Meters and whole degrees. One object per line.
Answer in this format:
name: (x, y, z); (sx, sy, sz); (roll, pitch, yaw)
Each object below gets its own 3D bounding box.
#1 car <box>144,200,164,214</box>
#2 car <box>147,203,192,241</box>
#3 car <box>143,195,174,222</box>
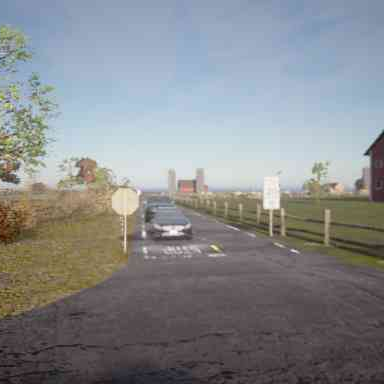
car: (-4.263, 1.612, 36.834); (1.994, 1.385, 4.181); (0, 0, -9)
car: (-1.170, 1.514, 16.852); (1.812, 1.442, 4.674); (0, 0, -9)
car: (-2.695, 1.238, 26.691); (2.150, 2.045, 5.566); (0, 0, -9)
